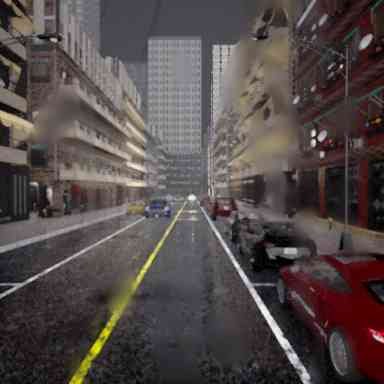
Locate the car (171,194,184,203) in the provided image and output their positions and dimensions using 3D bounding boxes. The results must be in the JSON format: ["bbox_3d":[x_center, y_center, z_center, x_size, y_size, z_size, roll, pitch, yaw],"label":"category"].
[{"bbox_3d":[-2.751,1.344,69.621,2.097,1.767,4.553,0,0,0],"label":"car"}]

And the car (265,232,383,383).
[{"bbox_3d":[2.557,1.583,5.155,1.802,1.307,4.206,-1,0,0],"label":"car"}]

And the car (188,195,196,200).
[{"bbox_3d":[-0.001,1.411,87.957,1.812,1.442,4.674,0,0,0],"label":"car"}]

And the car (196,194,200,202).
[{"bbox_3d":[2.552,1.325,66.194,2.192,1.841,5.009,-1,0,0],"label":"car"}]

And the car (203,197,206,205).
[{"bbox_3d":[2.555,1.533,38.619,1.752,1.417,4.829,-1,0,0],"label":"car"}]

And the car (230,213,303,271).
[{"bbox_3d":[2.556,1.568,10.704,1.947,1.339,4.313,-1,0,0],"label":"car"}]

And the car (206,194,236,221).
[{"bbox_3d":[2.553,1.321,27.351,2.192,1.841,5.009,-1,0,0],"label":"car"}]

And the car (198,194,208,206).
[{"bbox_3d":[2.226,1.535,53.790,1.812,1.442,4.674,0,0,0],"label":"car"}]

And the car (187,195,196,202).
[{"bbox_3d":[-0.002,1.389,71.994,1.812,1.442,4.674,0,0,0],"label":"car"}]

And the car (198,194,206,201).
[{"bbox_3d":[2.553,1.450,88.390,1.967,1.590,4.097,-1,0,0],"label":"car"}]

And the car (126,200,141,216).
[{"bbox_3d":[-5.325,1.532,32.709,1.752,1.417,4.829,-1,0,0],"label":"car"}]

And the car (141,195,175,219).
[{"bbox_3d":[-2.847,1.358,29.156,2.097,1.767,4.553,0,0,0],"label":"car"}]

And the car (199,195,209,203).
[{"bbox_3d":[2.554,1.450,71.743,1.967,1.590,4.097,-1,0,0],"label":"car"}]

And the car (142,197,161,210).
[{"bbox_3d":[-5.326,1.449,43.977,1.967,1.590,4.097,-1,0,0],"label":"car"}]

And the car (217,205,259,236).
[{"bbox_3d":[2.556,1.554,16.253,2.008,1.369,4.403,-1,0,0],"label":"car"}]
